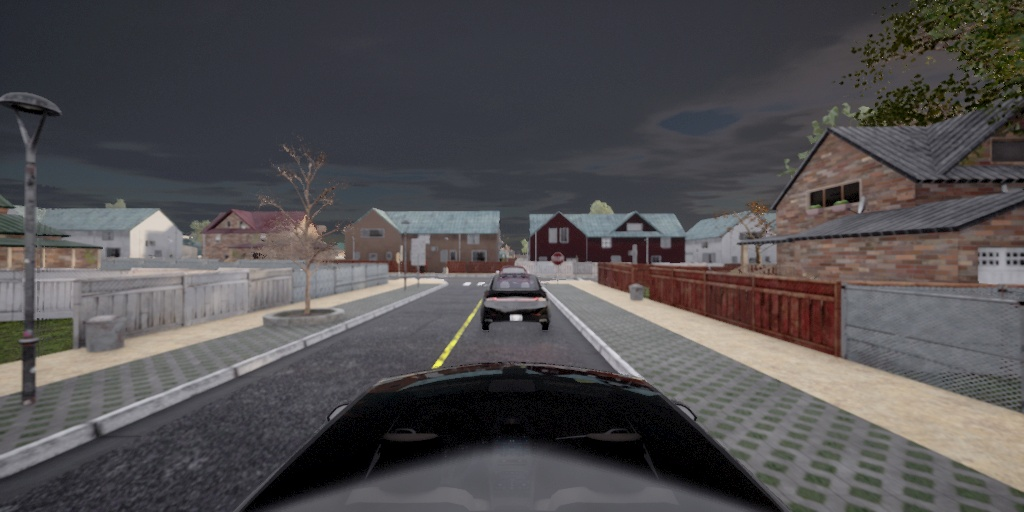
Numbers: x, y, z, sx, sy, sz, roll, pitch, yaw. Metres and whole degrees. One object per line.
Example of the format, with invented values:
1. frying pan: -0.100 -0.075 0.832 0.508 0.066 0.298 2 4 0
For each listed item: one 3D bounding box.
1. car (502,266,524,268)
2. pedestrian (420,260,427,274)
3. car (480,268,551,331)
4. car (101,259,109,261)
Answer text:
1. car: 0.046 1.327 21.810 1.882 1.535 5.008 0 0 -1
2. pedestrian: -9.384 0.983 37.654 0.375 1.860 0.375 0 -1 1
3. car: 0.092 1.289 11.118 2.128 1.511 4.902 0 0 0
4. car: -37.492 1.040 32.407 4.892 1.490 1.837 1 0 1
